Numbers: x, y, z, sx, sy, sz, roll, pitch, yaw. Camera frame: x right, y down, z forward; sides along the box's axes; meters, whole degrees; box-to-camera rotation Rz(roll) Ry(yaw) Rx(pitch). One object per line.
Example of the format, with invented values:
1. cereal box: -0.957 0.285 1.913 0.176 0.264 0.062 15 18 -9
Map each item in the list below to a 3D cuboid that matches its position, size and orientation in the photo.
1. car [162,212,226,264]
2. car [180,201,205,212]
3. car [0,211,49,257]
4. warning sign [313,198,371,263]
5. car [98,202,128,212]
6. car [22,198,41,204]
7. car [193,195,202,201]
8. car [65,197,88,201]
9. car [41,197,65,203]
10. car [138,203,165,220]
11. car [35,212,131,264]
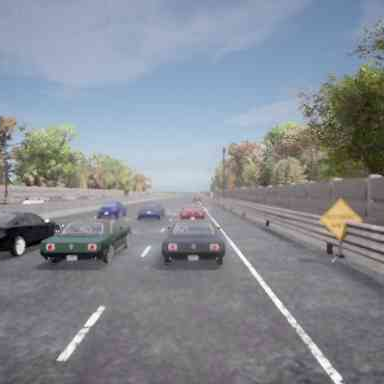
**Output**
1. car: 0.064 1.617 11.802 1.895 1.301 4.718 0 0 0
2. car: 0.066 1.646 26.812 1.895 1.301 4.718 0 0 0
3. car: -6.929 1.496 13.102 1.882 1.535 5.008 0 -1 0
4. warning sign: 4.550 1.128 10.199 1.300 1.860 1.060 0 0 0
5. car: -6.921 1.577 29.286 1.812 1.442 4.674 0 0 0
6. car: -24.546 1.637 51.588 1.812 1.442 4.674 0 0 0
7. car: 1.235 1.553 80.170 2.097 1.767 4.553 0 0 0
8. car: -17.552 1.604 52.235 2.128 1.511 4.902 0 0 0
9. car: -21.049 1.603 51.960 2.128 1.511 4.902 0 0 0
10. car: -3.424 1.614 28.767 1.994 1.385 4.181 0 0 0
11. car: -3.436 1.617 11.802 1.895 1.301 4.718 0 0 0
